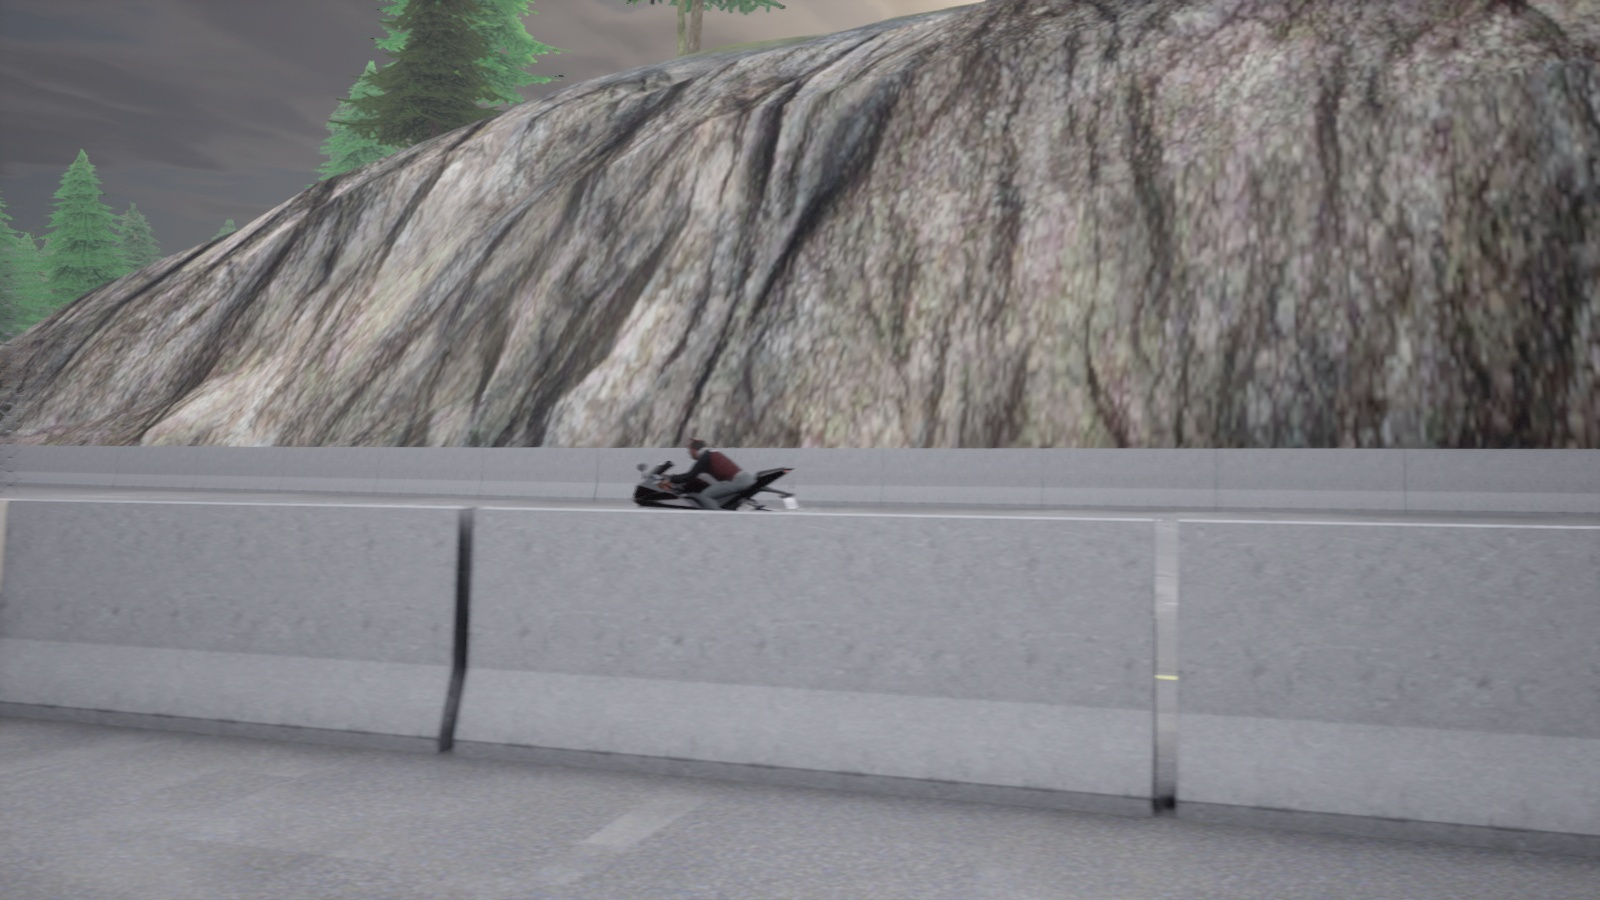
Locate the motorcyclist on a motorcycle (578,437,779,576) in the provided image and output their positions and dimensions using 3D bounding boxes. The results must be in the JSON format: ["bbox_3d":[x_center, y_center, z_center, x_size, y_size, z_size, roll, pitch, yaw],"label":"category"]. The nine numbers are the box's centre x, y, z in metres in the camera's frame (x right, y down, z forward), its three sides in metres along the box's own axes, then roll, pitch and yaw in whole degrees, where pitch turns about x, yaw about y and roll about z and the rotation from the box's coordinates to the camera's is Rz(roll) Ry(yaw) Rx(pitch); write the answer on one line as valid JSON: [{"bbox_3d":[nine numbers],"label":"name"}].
[{"bbox_3d":[-1.423,0.622,14.761,2.191,1.530,0.866,1,1,20],"label":"motorcyclist on a motorcycle"}]
